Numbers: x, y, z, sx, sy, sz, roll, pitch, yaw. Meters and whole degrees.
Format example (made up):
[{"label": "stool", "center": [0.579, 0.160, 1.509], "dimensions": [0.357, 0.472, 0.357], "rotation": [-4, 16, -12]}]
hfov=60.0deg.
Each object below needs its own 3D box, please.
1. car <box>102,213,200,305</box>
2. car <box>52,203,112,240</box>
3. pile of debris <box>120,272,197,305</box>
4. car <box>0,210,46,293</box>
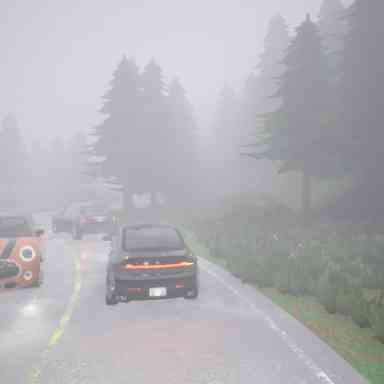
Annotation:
[{"label": "car", "center": [-1.110, 1.503, 8.195], "dimensions": [1.837, 1.490, 4.892], "rotation": [0, 0, -12]}, {"label": "car", "center": [-5.709, 1.351, 17.415], "dimensions": [2.097, 1.767, 4.553], "rotation": [0, 0, -39]}, {"label": "pile of debris", "center": [-0.853, 2.175, 7.706], "dimensions": [1.500, 0.140, 1.860], "rotation": [0, 0, -14]}, {"label": "car", "center": [-5.048, 1.351, 8.763], "dimensions": [2.097, 1.767, 4.553], "rotation": [0, 0, -22]}]
